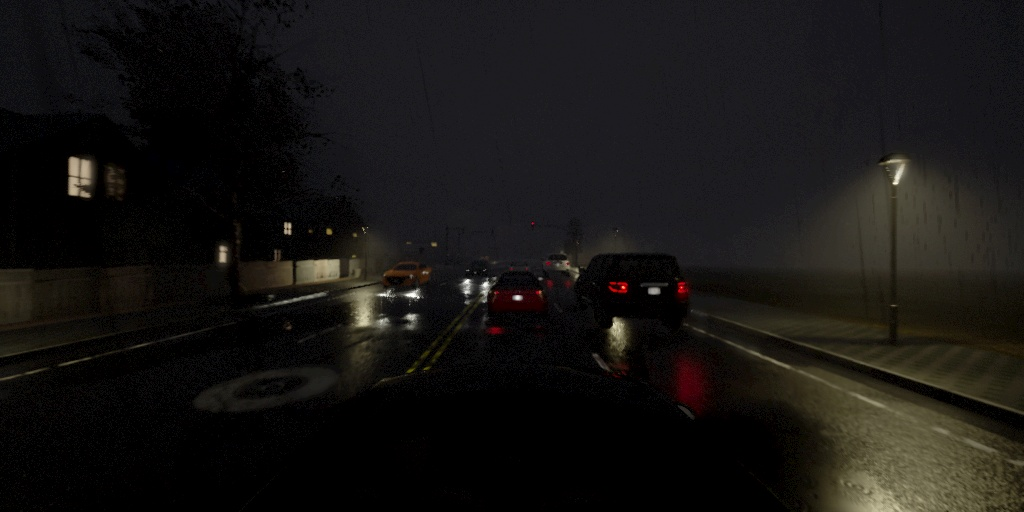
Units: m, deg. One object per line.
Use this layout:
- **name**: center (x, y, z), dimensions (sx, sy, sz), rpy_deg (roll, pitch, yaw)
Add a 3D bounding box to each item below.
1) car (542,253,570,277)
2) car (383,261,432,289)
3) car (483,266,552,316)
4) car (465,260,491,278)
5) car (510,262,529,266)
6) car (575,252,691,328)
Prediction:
- **car**: center (3.926, 0.781, 32.424), dimensions (2.150, 2.045, 5.566), rpy_deg (0, 0, 2)
- **car**: center (-6.334, 1.097, 22.192), dimensions (1.882, 1.535, 5.008), rpy_deg (0, 0, 1)
- **car**: center (0.201, 1.242, 13.036), dimensions (1.994, 1.385, 4.181), rpy_deg (0, 0, 1)
- **car**: center (-2.828, 1.076, 30.759), dimensions (1.837, 1.490, 4.892), rpy_deg (0, 0, 2)
- **car**: center (0.698, 1.157, 33.062), dimensions (1.895, 1.301, 4.718), rpy_deg (0, 0, 2)
- **car**: center (3.423, 0.912, 11.228), dimensions (2.150, 2.045, 5.566), rpy_deg (0, 0, 1)
